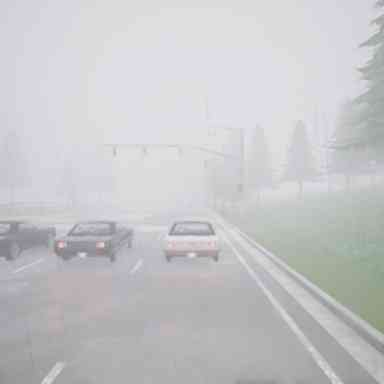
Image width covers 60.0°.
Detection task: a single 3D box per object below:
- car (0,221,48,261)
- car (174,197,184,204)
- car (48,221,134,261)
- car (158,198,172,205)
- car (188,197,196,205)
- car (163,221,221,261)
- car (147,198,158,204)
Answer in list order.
[{"bbox_3d":[-6.988,1.747,12.836,1.895,1.301,4.718,0,-1,1],"label":"car"},{"bbox_3d":[-3.508,2.331,87.039,2.097,1.767,4.553,0,-1,0],"label":"car"},{"bbox_3d":[-3.488,1.747,12.818,1.895,1.301,4.718,0,-1,0],"label":"car"},{"bbox_3d":[-7.008,2.496,86.651,2.128,1.511,4.902,0,-1,0],"label":"car"},{"bbox_3d":[-0.008,2.496,86.651,2.128,1.511,4.902,0,-1,0],"label":"car"},{"bbox_3d":[0.012,1.747,12.818,1.895,1.301,4.718,0,-1,1],"label":"car"},{"bbox_3d":[-10.508,2.572,87.096,1.895,1.301,4.718,0,-1,0],"label":"car"}]
